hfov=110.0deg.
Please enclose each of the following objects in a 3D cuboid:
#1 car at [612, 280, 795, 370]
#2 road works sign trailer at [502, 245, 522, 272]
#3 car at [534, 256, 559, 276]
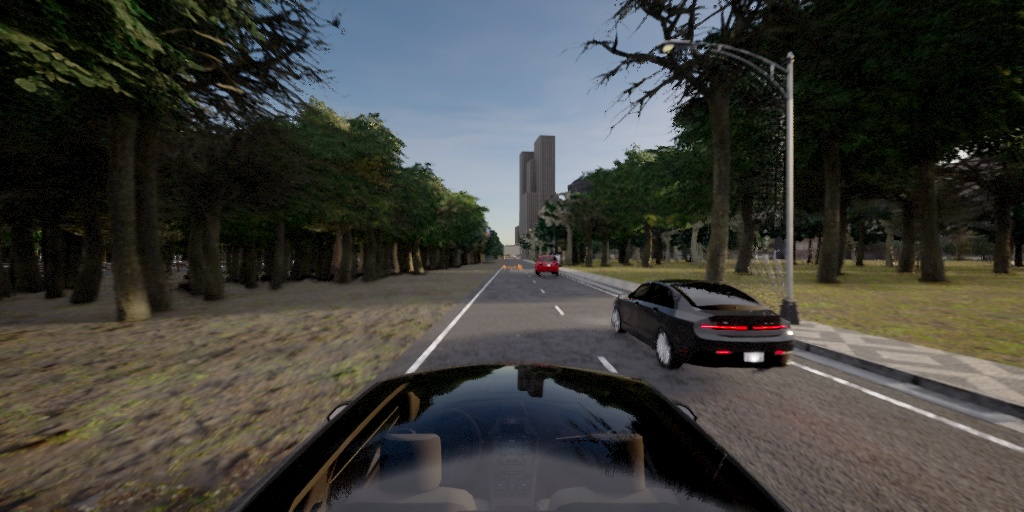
[{"bbox_3d":[3.599,1.256,7.752,1.837,1.490,4.892,0,0,0],"label":"car"},{"bbox_3d":[-0.010,0.258,48.483,2.380,3.560,2.880,0,0,0],"label":"road works sign trailer"},{"bbox_3d":[3.593,0.997,37.728,2.150,2.045,5.566,0,0,0],"label":"car"}]
